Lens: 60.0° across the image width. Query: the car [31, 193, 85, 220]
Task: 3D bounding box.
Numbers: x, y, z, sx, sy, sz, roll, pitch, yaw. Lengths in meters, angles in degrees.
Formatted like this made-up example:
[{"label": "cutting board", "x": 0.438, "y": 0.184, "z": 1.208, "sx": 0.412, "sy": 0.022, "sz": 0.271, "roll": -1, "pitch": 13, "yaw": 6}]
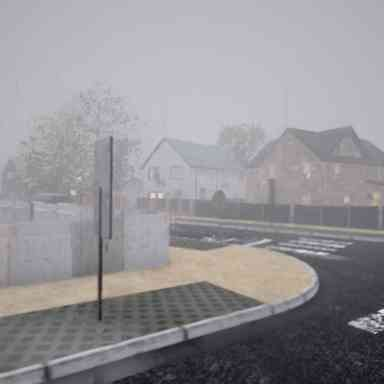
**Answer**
[{"label": "car", "x": -10.513, "y": 1.170, "z": 25.883, "sx": 5.566, "sy": 2.045, "sz": 2.150, "roll": 3, "pitch": 2, "yaw": 39}]
